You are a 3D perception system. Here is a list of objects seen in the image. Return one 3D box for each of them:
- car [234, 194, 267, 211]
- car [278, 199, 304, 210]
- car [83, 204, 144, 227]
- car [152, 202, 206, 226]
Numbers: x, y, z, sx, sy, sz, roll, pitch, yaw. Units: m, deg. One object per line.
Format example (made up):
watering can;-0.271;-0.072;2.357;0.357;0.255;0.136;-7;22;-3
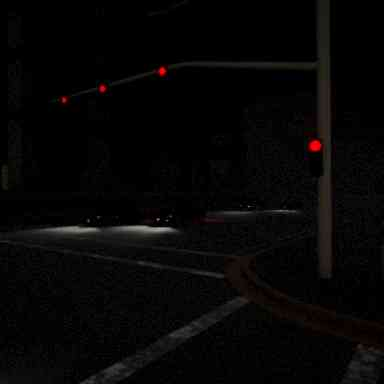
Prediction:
car;7.376;1.273;41.365;2.150;2.045;5.566;-1;0;36
car;12.977;1.571;43.130;2.033;1.411;5.357;-1;0;36
car;-5.397;1.592;23.555;1.812;1.442;4.674;0;0;36
car;-0.839;1.542;23.932;1.837;1.490;4.892;-1;0;36
